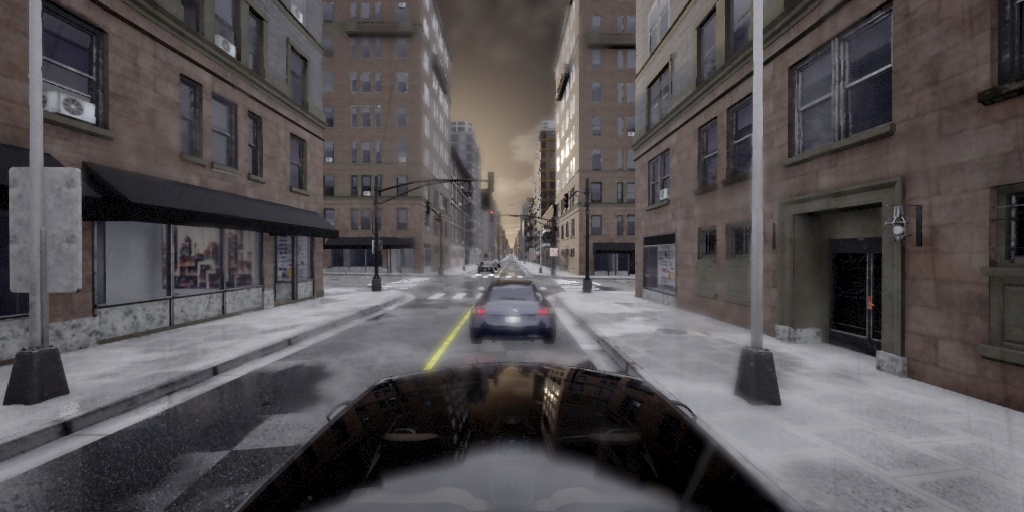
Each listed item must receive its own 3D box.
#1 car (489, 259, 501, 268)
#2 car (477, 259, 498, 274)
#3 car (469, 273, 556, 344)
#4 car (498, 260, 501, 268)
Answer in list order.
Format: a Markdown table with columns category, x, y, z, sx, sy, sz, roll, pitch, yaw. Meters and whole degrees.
| category | x | y | z | sx | sy | sz | roll | pitch | yaw |
| --- | --- | --- | --- | --- | --- | --- | --- | --- | --- |
| car | -3.016 | 1.321 | 63.263 | 1.882 | 1.535 | 5.008 | 0 | 0 | 0 |
| car | -3.067 | 1.308 | 43.031 | 1.837 | 1.490 | 4.892 | 0 | 0 | 0 |
| car | 0.016 | 1.315 | 9.587 | 1.994 | 1.385 | 4.181 | 0 | 0 | 0 |
| car | -3.061 | 1.370 | 52.854 | 2.033 | 1.411 | 5.357 | 0 | 0 | 0 |
